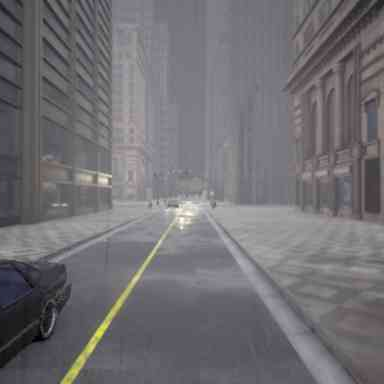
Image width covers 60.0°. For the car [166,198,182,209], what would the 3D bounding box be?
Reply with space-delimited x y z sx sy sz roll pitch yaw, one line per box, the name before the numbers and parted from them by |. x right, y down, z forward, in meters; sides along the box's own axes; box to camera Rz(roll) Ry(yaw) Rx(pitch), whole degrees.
car | -3.009 1.929 53.286 1.837 1.490 4.892 0 -1 0

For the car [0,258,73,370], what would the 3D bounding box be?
car | -3.102 1.579 3.839 2.033 1.411 5.357 0 0 0
